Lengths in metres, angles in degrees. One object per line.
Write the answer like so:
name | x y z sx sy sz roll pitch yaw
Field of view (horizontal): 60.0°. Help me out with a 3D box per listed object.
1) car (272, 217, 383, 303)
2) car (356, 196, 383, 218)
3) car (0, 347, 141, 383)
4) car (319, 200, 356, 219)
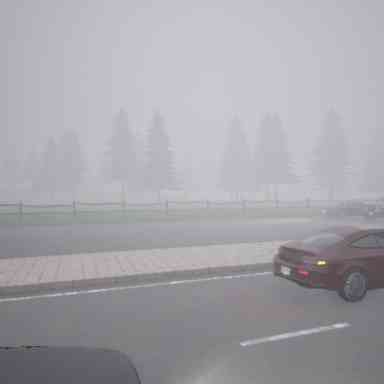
car | 4.147 1.513 7.955 4.674 1.442 1.812 0 0 -21
car | 15.363 1.178 24.772 5.566 2.045 2.150 0 0 -21
car | -2.756 1.549 1.572 5.357 1.411 2.033 0 0 -21
car | 12.812 1.448 27.545 4.902 1.511 2.128 0 0 -21
